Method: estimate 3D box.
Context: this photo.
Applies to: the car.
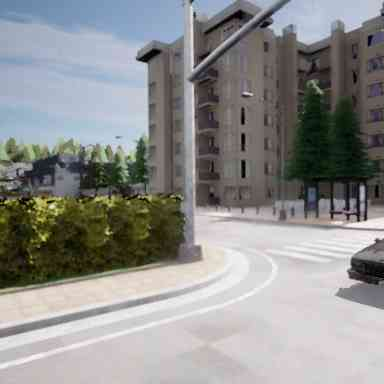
[{"bbox_3d":[6.031,1.419,8.171,5.357,1.411,2.033,-1,1,-36],"label":"car"}]
